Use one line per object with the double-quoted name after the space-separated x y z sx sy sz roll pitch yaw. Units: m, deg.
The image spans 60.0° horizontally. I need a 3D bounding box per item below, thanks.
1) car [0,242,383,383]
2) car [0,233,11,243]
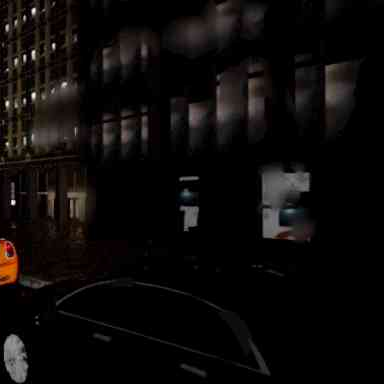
-0.260 1.494 3.619 4.892 1.490 1.837 0 0 35 "car"
-6.054 1.308 7.660 4.553 1.767 2.097 0 0 34 "car"
